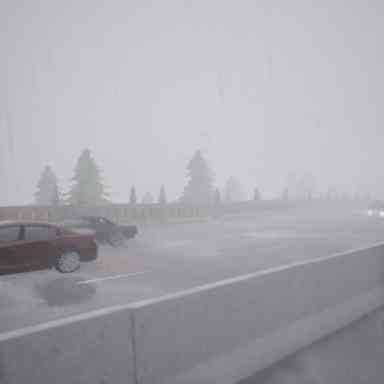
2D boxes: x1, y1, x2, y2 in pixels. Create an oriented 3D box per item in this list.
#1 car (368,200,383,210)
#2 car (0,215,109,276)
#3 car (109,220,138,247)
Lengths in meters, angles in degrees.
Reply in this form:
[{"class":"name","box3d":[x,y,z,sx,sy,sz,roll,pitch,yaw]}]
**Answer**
[{"class":"car","box3d":[24.881,1.688,43.992,1.895,1.301,4.718,0,0,43]},{"class":"car","box3d":[-5.106,1.520,9.103,5.008,1.535,1.882,0,0,-37]},{"class":"car","box3d":[-4.730,1.661,13.761,4.718,1.301,1.895,0,0,-39]}]
